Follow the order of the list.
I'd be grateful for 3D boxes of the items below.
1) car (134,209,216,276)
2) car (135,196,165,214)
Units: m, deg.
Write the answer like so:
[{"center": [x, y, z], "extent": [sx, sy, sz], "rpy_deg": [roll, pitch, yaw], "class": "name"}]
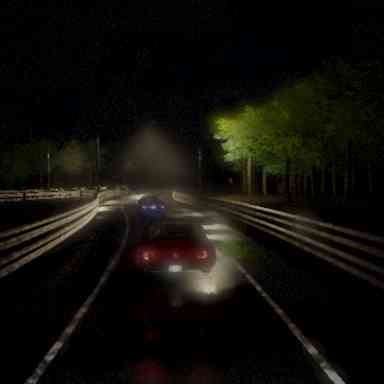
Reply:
[{"center": [-0.574, 1.402, 9.725], "extent": [1.895, 1.301, 4.718], "rpy_deg": [0, 1, -5], "class": "car"}, {"center": [-3.142, 1.027, 24.811], "extent": [2.033, 1.411, 5.357], "rpy_deg": [-1, 1, -13], "class": "car"}]
